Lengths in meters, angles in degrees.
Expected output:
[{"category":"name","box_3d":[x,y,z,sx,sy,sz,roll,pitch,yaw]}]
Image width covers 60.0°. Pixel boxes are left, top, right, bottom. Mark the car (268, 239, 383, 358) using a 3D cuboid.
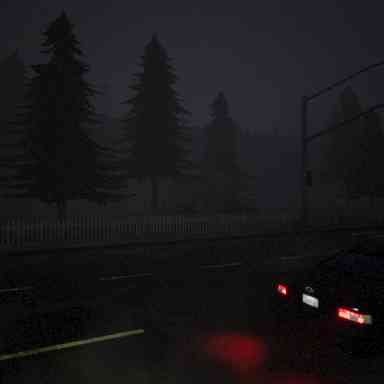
[{"category":"car","box_3d":[3.891,1.547,5.698,5.357,1.411,2.033,0,0,-26]}]
